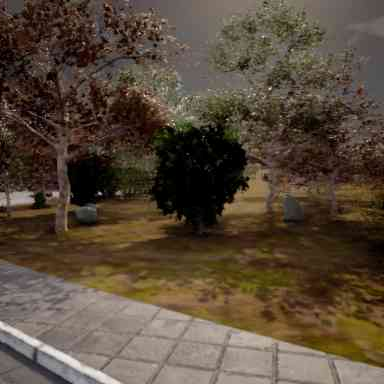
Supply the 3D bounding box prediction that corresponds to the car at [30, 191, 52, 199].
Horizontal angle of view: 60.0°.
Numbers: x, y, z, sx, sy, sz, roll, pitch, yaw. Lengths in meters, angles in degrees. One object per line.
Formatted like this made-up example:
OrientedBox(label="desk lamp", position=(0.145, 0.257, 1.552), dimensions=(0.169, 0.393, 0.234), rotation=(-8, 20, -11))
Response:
OrientedBox(label="car", position=(-29.607, 0.555, 65.190), dimensions=(1.895, 1.301, 4.718), rotation=(-1, 2, 11))
